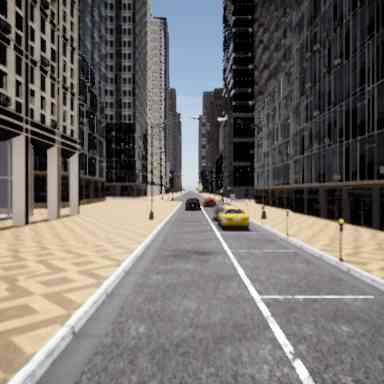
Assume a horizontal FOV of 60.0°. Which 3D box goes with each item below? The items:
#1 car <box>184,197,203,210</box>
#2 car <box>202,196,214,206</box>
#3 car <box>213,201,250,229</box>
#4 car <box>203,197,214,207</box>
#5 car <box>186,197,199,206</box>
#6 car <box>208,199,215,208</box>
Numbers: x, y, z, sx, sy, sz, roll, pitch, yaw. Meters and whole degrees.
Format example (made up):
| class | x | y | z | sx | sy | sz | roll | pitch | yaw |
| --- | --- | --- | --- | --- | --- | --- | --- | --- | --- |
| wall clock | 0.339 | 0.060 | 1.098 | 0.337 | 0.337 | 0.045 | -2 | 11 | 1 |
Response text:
| class | x | y | z | sx | sy | sz | roll | pitch | yaw |
| --- | --- | --- | --- | --- | --- | --- | --- | --- | --- |
| car | 0.097 | 1.425 | 41.569 | 1.882 | 1.535 | 5.008 | 0 | 0 | 0 |
| car | 2.563 | 1.452 | 54.491 | 1.752 | 1.417 | 4.829 | 0 | 0 | 0 |
| car | 2.564 | 1.501 | 21.183 | 1.752 | 1.417 | 4.829 | 0 | 0 | 0 |
| car | 2.563 | 1.480 | 48.770 | 1.887 | 1.381 | 4.507 | 0 | 0 | 0 |
| car | 0.088 | 1.489 | 55.456 | 1.994 | 1.385 | 4.181 | 0 | 0 | 1 |
| car | 2.564 | 1.519 | 26.565 | 2.008 | 1.369 | 4.403 | 0 | 0 | 0 |
